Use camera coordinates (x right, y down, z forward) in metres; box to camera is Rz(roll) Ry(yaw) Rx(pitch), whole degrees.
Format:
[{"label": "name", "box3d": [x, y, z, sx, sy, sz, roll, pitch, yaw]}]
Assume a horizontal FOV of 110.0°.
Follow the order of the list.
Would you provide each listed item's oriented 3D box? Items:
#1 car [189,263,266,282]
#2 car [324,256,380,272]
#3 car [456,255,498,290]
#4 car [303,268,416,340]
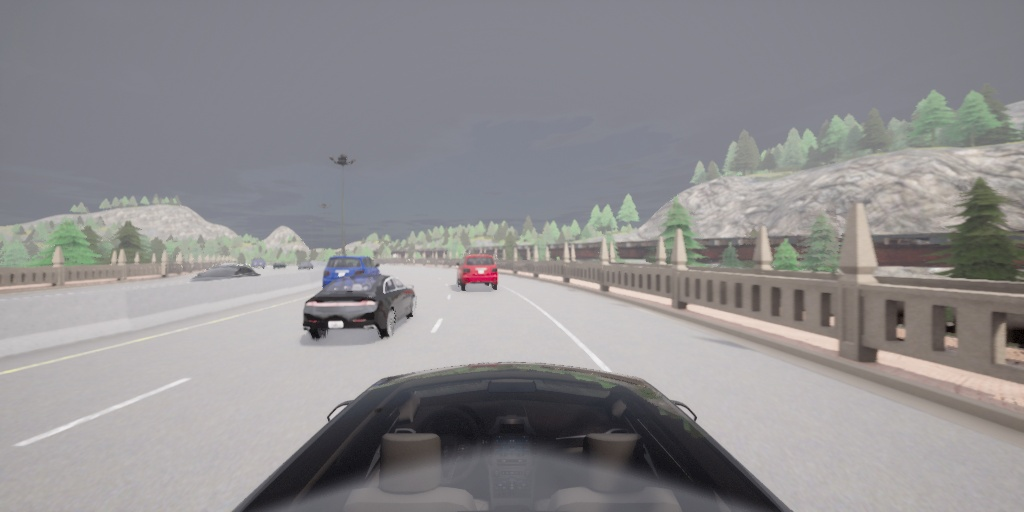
[{"label": "car", "box3d": [-16.387, 1.351, 20.677, 1.837, 1.490, 4.892, 0, 0, -13]}, {"label": "car", "box3d": [-8.956, 1.017, 20.435, 2.150, 2.045, 5.566, 0, 0, -11]}, {"label": "car", "box3d": [-2.249, 0.972, 22.503, 2.150, 2.045, 5.566, 0, 0, -12]}, {"label": "car", "box3d": [-3.969, 1.258, 10.100, 2.128, 1.511, 4.902, 0, 0, -5]}]
